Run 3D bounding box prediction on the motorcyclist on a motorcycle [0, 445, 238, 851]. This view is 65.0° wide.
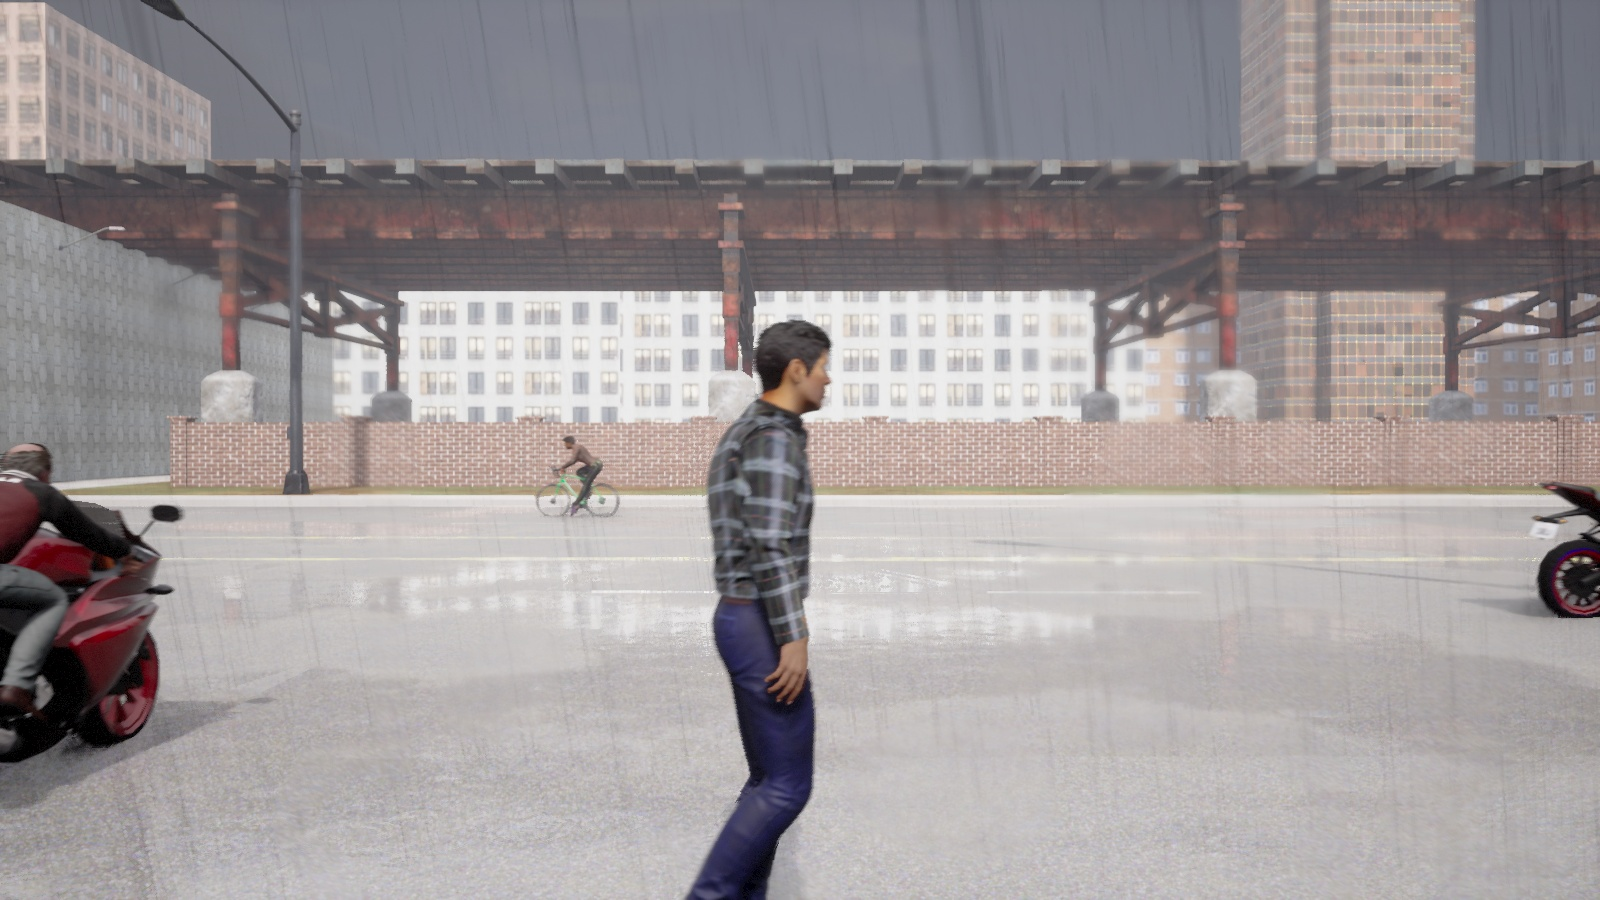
[{"bbox_3d":[-3.443,0.744,5.599,0.866,1.530,2.191,0,0,1],"label":"motorcyclist on a motorcycle"}]

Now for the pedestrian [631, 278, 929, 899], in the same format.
[{"bbox_3d":[-0.074,0.522,3.568,0.788,1.949,0.423,0,0,-10],"label":"pedestrian"}]

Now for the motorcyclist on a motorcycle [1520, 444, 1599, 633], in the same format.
[{"bbox_3d":[7.455,0.721,10.648,2.191,1.530,0.866,0,1,-1],"label":"motorcyclist on a motorcycle"}]

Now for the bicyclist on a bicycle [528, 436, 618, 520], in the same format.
[{"bbox_3d":[-4.450,0.542,24.704,1.656,1.620,0.582,0,0,1],"label":"bicyclist on a bicycle"}]
